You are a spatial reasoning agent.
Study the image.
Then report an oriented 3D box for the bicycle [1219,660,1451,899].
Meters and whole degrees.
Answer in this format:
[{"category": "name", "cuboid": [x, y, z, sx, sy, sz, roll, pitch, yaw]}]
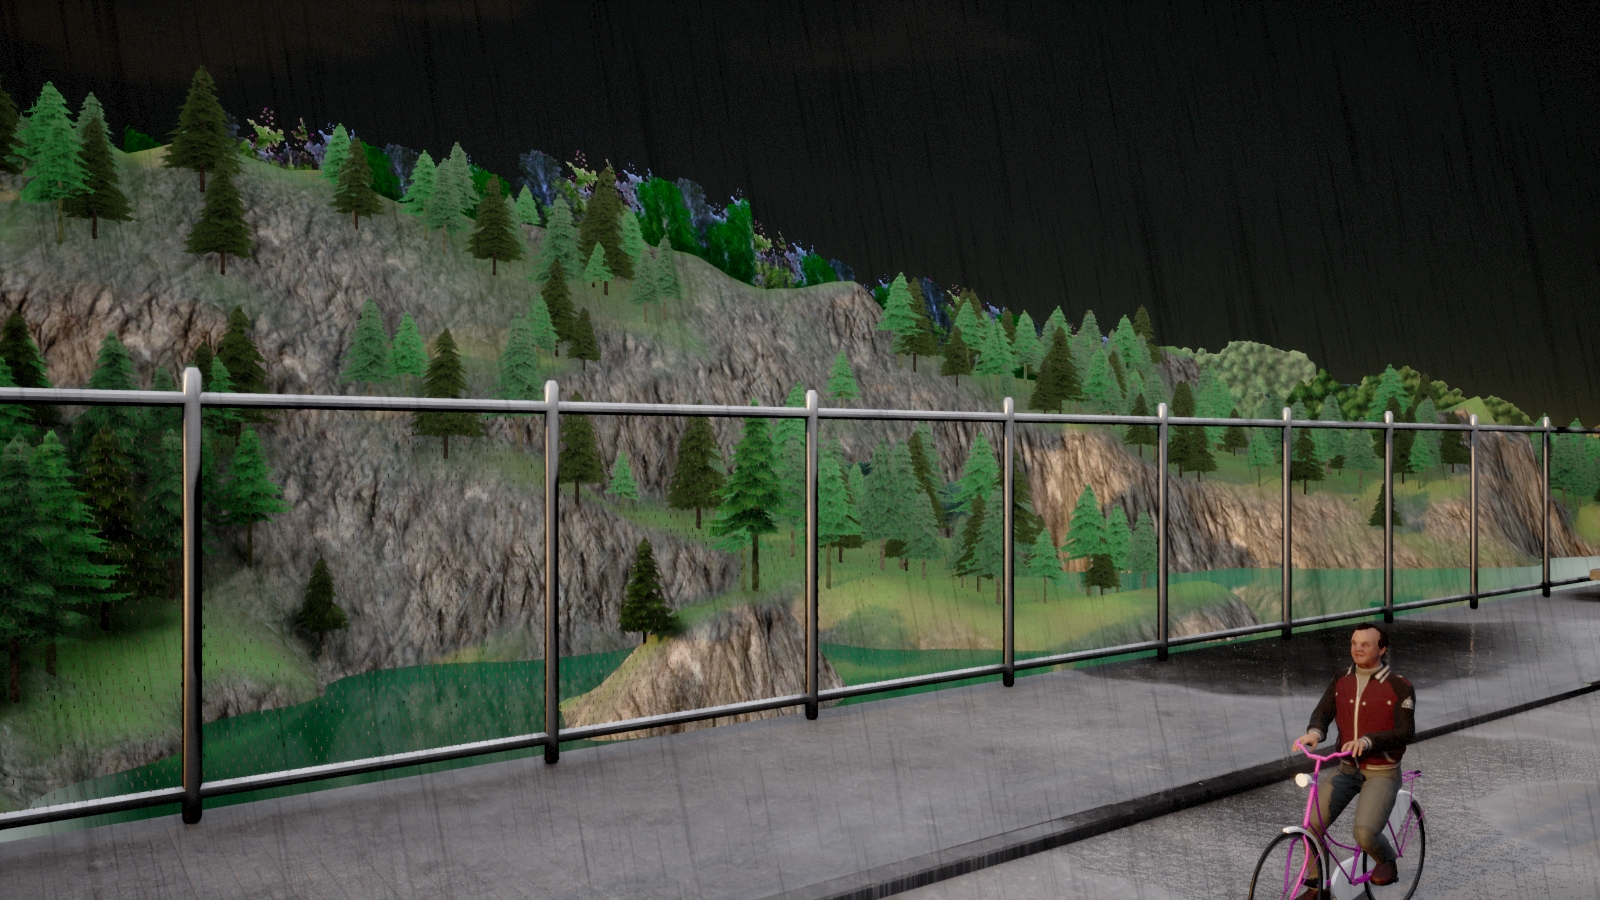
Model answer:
[{"category": "bicycle", "cuboid": [3.104, 2.057, 6.549, 1.835, 1.471, 0.329, 0, 0, -35]}]
